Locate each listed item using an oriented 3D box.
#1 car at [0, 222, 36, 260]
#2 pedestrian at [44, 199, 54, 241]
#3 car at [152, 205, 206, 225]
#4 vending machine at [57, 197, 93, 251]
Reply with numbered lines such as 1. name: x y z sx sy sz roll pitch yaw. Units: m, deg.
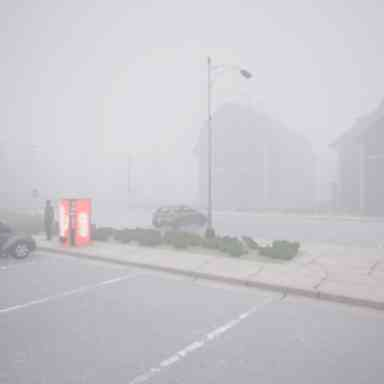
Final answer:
1. car: -7.250 1.592 10.739 1.784 1.438 3.905 0 0 36
2. pedestrian: -6.408 1.224 14.805 0.375 1.860 0.375 0 0 31
3. car: -0.785 1.583 21.925 1.816 1.474 4.193 0 0 36
4. vending machine: -4.842 1.265 13.761 0.880 2.100 1.100 0 0 35
